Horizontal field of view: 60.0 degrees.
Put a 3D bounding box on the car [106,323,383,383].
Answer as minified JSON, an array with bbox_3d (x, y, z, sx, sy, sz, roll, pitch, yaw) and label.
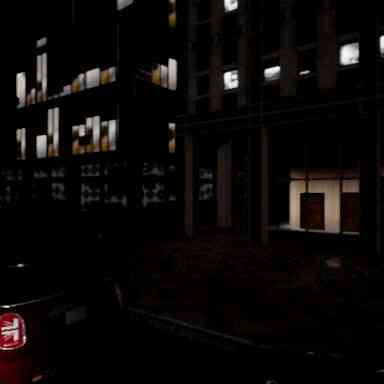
[{"bbox_3d":[1.691,1.582,1.668,4.206,1.307,1.802,0,0,36],"label":"car"}]

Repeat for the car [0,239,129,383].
[{"bbox_3d":[-2.906,1.437,4.949,4.097,1.590,1.967,0,0,36],"label":"car"}]
